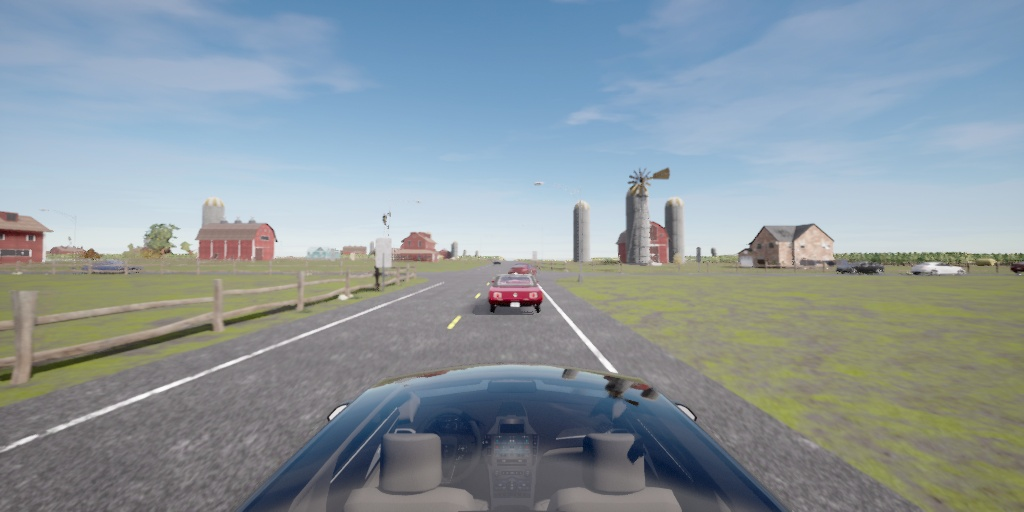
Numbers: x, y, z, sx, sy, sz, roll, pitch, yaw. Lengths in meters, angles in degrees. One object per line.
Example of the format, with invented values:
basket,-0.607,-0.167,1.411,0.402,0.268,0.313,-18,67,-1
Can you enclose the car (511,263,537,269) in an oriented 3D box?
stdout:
car,1.104,1.312,32.191,1.812,1.442,4.674,-1,0,17

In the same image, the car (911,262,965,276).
car,47.377,1.449,39.958,4.674,1.442,1.812,0,-1,0

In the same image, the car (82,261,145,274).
car,-44.172,1.236,39.793,5.357,1.411,2.033,0,-1,1

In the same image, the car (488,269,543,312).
car,0.119,1.360,14.320,1.895,1.301,4.718,0,0,0

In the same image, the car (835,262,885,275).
car,41.465,1.452,42.793,4.892,1.490,1.837,0,-1,0
